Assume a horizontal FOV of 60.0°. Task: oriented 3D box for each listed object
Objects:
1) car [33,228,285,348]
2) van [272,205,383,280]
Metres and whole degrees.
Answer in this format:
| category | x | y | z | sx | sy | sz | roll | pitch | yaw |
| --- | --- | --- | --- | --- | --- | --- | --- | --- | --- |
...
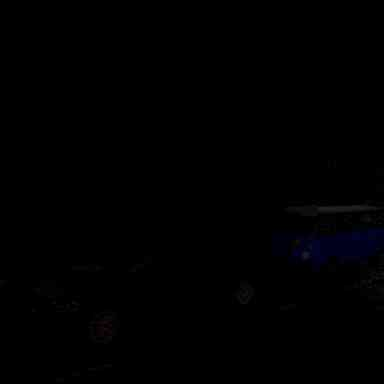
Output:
| category | x | y | z | sx | sy | sz | roll | pitch | yaw |
| --- | --- | --- | --- | --- | --- | --- | --- | --- | --- |
| car | -0.524 | 1.526 | 6.271 | 4.507 | 1.381 | 1.887 | 0 | 0 | -35 |
| van | 3.996 | 1.288 | 9.492 | 3.998 | 1.788 | 1.690 | 0 | 0 | -35 |
